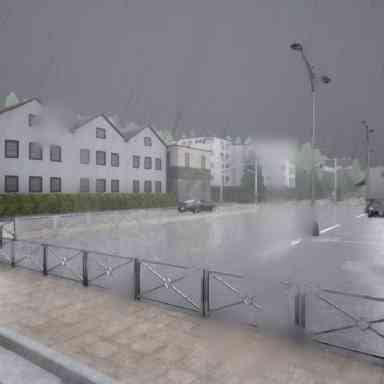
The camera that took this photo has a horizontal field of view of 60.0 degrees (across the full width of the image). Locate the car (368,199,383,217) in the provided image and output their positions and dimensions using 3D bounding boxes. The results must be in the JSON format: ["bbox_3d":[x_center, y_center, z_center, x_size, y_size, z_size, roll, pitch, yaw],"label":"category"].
[{"bbox_3d":[15.454,1.298,26.789,2.007,1.523,4.514,0,0,35],"label":"car"}]

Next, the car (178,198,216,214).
[{"bbox_3d":[0.472,1.334,32.113,1.812,1.442,4.674,0,0,36],"label":"car"}]
